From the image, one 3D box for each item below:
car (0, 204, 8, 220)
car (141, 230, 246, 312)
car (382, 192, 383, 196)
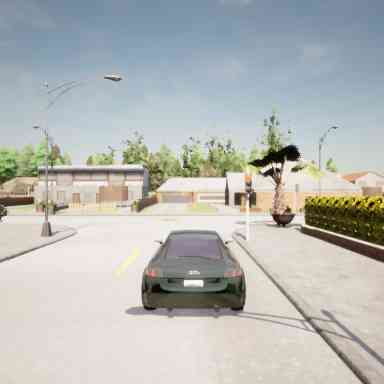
[{"bbox_3d":[-16.770,1.221,24.675,5.566,2.045,2.150,0,0,0],"label":"car"},{"bbox_3d":[0.042,1.564,7.790,1.994,1.385,4.181,0,0,0],"label":"car"},{"bbox_3d":[37.875,0.973,64.998,1.905,1.878,3.866,0,0,0],"label":"car"}]
